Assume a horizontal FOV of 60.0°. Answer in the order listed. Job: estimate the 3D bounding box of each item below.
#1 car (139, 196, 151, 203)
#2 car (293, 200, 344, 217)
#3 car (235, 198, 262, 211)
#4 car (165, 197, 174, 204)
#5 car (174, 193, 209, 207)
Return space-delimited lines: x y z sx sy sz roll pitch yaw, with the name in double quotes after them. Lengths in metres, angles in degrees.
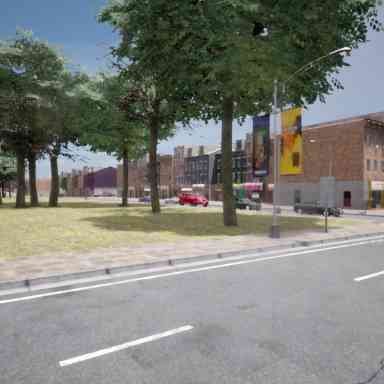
-8.779 1.402 66.612 2.033 1.411 5.357 1 0 -35 "car"
12.193 1.589 32.268 1.837 1.490 4.892 1 0 -35 "car"
6.363 1.497 40.456 1.837 1.490 4.892 1 0 -35 "car"
-2.907 1.489 58.461 1.895 1.301 4.718 1 0 -35 "car"
0.158 1.137 49.187 2.150 2.045 5.566 1 0 -35 "car"
